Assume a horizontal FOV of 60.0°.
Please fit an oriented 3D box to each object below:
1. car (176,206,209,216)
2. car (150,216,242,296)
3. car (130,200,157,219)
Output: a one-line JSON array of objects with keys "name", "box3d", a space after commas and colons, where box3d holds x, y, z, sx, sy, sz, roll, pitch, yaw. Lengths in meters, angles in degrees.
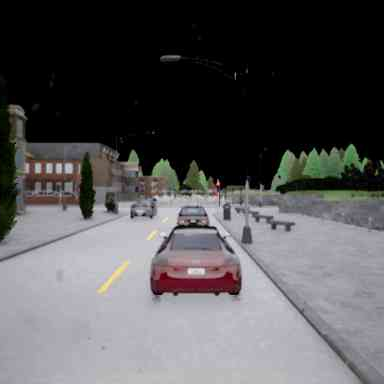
[{"name": "car", "box3d": [0.053, 1.510, 19.334, 2.033, 1.411, 5.357, 0, 0, 0]}, {"name": "car", "box3d": [0.079, 1.547, 8.623, 1.994, 1.385, 4.181, 0, 0, 0]}, {"name": "car", "box3d": [-4.071, 1.441, 28.474, 2.128, 1.511, 4.902, 0, 0, 0]}]
